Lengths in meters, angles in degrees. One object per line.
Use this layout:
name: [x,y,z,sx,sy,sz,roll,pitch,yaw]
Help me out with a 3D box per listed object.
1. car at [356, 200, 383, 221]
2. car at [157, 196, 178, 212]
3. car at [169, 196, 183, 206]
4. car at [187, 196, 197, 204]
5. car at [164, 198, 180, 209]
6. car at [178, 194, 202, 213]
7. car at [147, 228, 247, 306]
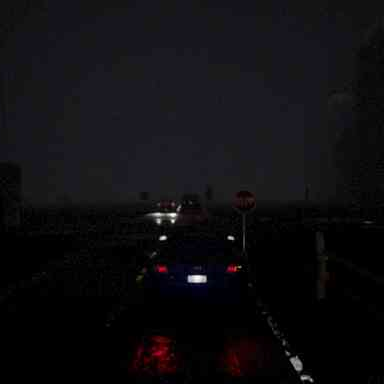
car: [14.783,1.239,24.535,5.008,1.535,1.882,-1,1,0]
car: [-2.839,1.387,38.645,2.097,1.767,4.553,0,0,0]
car: [-2.809,1.559,59.331,2.128,1.511,4.902,0,0,0]
car: [0.020,1.634,68.903,2.033,1.411,5.357,0,0,0]
car: [-2.831,1.597,48.913,2.033,1.411,5.357,0,0,0]
car: [-0.063,1.255,37.939,2.150,2.045,5.566,0,0,2]
car: [0.121,1.568,8.116,1.994,1.385,4.181,0,0,1]
